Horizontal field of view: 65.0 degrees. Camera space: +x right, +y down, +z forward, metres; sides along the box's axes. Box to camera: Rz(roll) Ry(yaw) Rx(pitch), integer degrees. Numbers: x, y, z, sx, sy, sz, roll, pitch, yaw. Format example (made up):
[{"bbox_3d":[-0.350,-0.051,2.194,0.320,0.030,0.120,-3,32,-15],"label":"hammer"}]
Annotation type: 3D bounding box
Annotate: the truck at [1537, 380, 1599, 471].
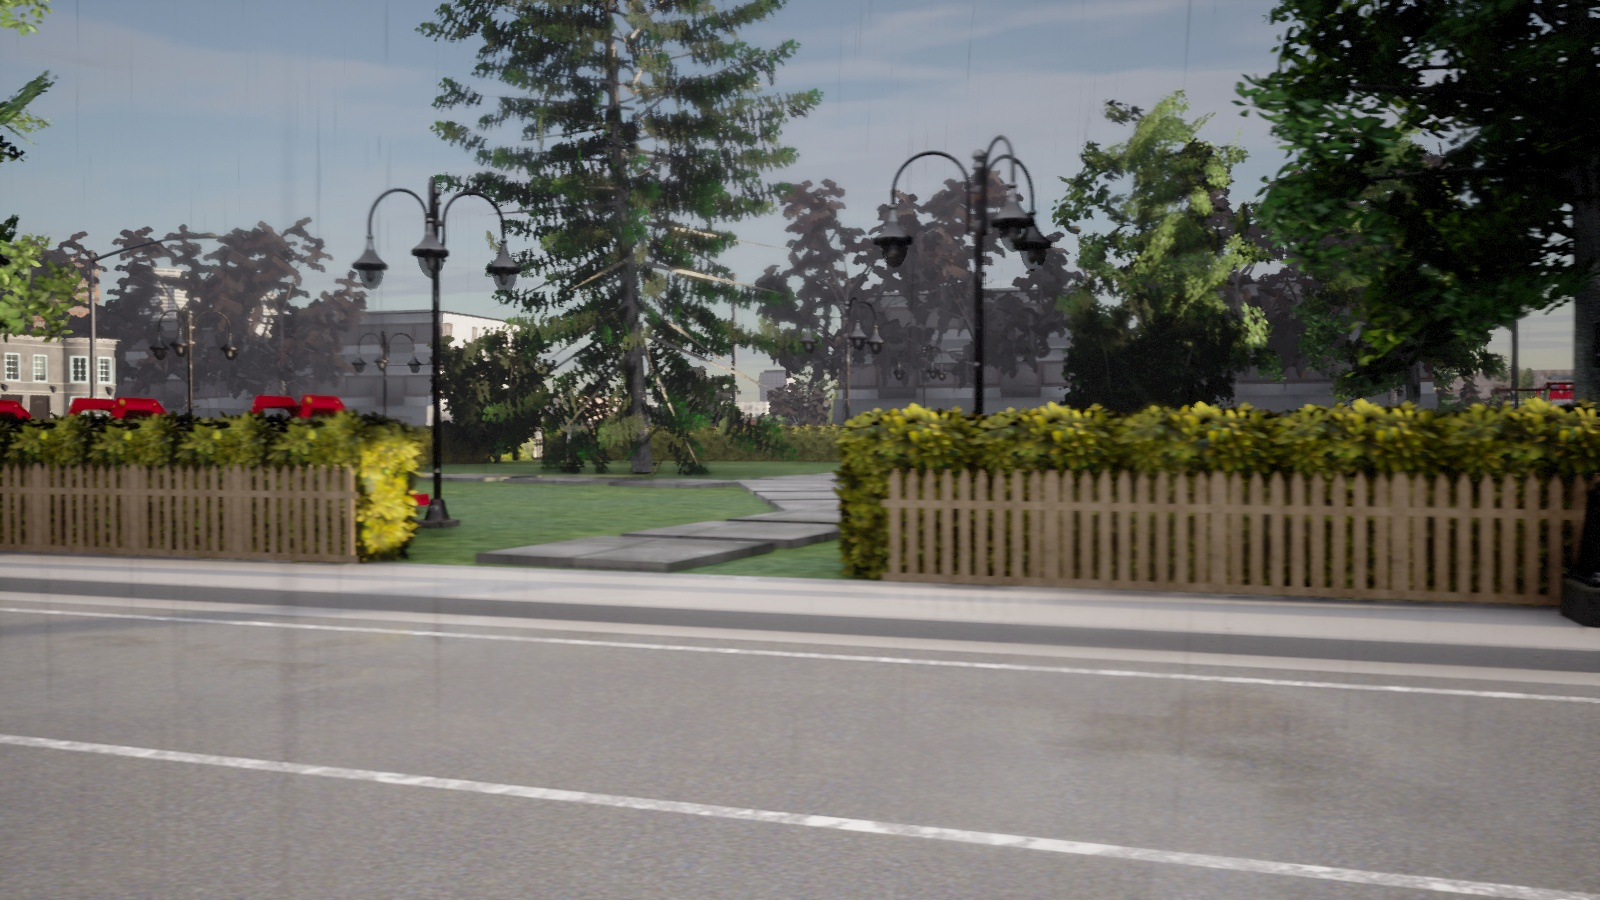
[{"bbox_3d":[36.548,-1.013,53.451,8.468,3.827,2.891,1,1,19],"label":"truck"}]
